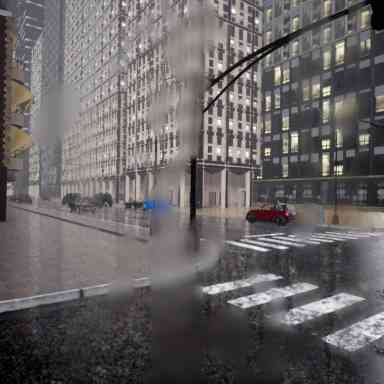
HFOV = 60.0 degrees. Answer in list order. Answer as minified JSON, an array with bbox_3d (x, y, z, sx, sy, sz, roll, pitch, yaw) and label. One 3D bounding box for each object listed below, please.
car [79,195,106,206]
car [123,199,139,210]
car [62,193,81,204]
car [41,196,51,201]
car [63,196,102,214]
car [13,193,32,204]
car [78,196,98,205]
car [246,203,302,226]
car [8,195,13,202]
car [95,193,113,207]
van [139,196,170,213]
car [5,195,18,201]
[{"bbox_3d":[-14.565,1.535,48.010,1.994,1.385,4.181,1,-1,-37],"label":"car"},{"bbox_3d":[-7.324,1.584,42.365,2.008,1.369,4.403,1,-1,-35],"label":"car"},{"bbox_3d":[-20.028,1.182,55.613,2.150,2.045,5.566,1,-1,-35],"label":"car"},{"bbox_3d":[-36.769,1.570,83.806,1.802,1.307,4.206,1,-1,-35],"label":"car"},{"bbox_3d":[-10.883,1.427,32.907,2.008,1.369,4.403,1,-1,-35],"label":"car"},{"bbox_3d":[-30.508,1.155,60.538,2.192,1.841,5.009,1,-1,-35],"label":"car"},{"bbox_3d":[-18.483,1.525,58.859,1.837,1.490,4.892,1,-1,-35],"label":"car"},{"bbox_3d":[5.765,1.505,23.947,1.967,1.590,4.097,1,-1,-35],"label":"car"},{"bbox_3d":[-37.055,1.397,69.745,1.947,1.339,4.313,1,-1,-35],"label":"car"},{"bbox_3d":[-14.473,1.255,53.157,2.150,2.045,5.566,1,-1,-35],"label":"car"},{"bbox_3d":[-4.048,1.382,37.762,1.690,1.788,3.998,1,-1,-35],"label":"van"},{"bbox_3d":[-40.326,1.378,74.349,2.008,1.369,4.403,1,-1,-35],"label":"car"}]
